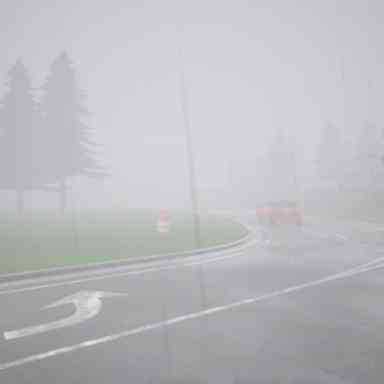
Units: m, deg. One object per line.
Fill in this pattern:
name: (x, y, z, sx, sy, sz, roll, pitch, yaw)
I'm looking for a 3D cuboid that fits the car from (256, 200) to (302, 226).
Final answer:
car: (5.909, 1.321, 23.129, 2.097, 1.767, 4.553, 0, 0, -2)
